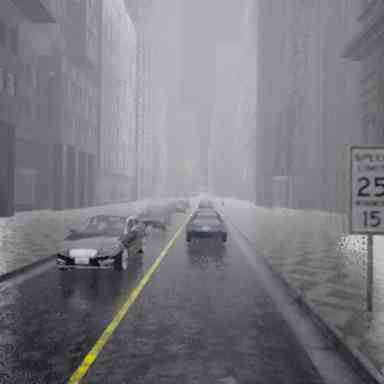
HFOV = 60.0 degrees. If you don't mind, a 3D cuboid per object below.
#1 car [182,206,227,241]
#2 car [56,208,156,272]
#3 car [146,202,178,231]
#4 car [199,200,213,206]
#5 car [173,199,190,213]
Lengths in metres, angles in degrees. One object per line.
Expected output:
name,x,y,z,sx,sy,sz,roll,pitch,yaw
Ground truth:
car,0.745,1.629,17.138,1.994,1.385,4.181,1,0,2
car,-2.706,1.499,10.946,2.128,1.511,4.902,1,0,3
car,-2.288,1.594,21.306,2.033,1.411,5.357,1,0,2
car,1.940,1.738,46.700,1.994,1.385,4.181,1,0,3
car,-1.580,1.671,36.353,1.994,1.385,4.181,1,0,2
